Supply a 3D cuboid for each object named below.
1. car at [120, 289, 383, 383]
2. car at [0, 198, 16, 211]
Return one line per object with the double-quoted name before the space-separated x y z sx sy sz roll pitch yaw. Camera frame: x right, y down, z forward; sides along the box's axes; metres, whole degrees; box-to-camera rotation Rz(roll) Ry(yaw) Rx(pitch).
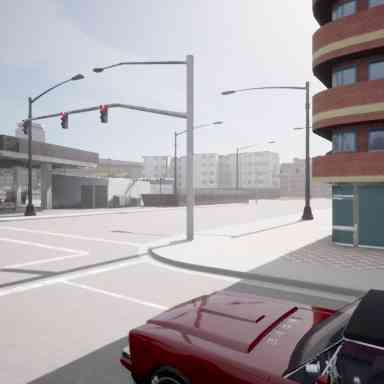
"car" 1.589 1.601 2.840 4.718 1.301 1.895 0 0 36
"car" -22.264 1.456 38.800 3.806 1.475 1.970 0 0 36
